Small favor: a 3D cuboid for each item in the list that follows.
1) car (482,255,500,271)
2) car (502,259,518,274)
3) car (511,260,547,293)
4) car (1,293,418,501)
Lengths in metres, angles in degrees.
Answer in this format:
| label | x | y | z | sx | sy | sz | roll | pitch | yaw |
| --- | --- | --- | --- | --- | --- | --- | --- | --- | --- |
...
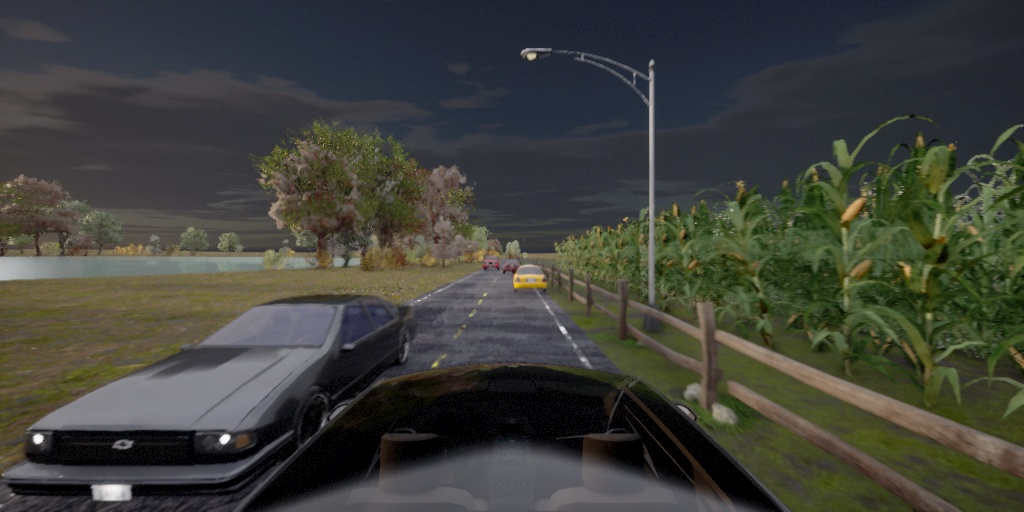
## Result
| label | x | y | z | sx | sy | sz | roll | pitch | yaw |
| --- | --- | --- | --- | --- | --- | --- | --- | --- | --- |
| car | -2.804 | 0.931 | 49.631 | 2.150 | 2.045 | 5.566 | 0 | 0 | 0 |
| car | 0.018 | 1.066 | 40.148 | 2.097 | 1.767 | 4.553 | 0 | 0 | 0 |
| car | 0.965 | 1.186 | 20.656 | 1.801 | 1.575 | 5.366 | 0 | 0 | 0 |
| car | -2.852 | 1.294 | 5.214 | 2.033 | 1.411 | 5.357 | 0 | 0 | 0 |
